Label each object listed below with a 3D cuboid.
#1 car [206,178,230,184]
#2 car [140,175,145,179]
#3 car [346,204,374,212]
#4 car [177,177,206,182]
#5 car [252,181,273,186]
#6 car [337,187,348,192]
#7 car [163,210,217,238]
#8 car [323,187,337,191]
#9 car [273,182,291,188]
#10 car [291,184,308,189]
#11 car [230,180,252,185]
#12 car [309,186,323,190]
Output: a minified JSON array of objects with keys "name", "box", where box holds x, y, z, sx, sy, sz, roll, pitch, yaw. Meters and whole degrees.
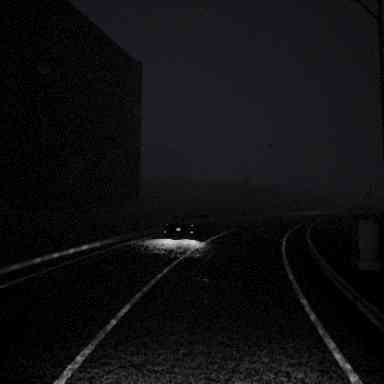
[{"name":"car","box":[4.406,-1.963,65.941,4.892,1.521,2.231,2,-5,-27]},{"name":"car","box":[-10.302,-2.644,58.579,4.553,1.767,2.185,2,-5,-27]},{"name":"car","box":[25.643,2.427,50.907,4.718,1.301,1.895,1,-4,-32]},{"name":"car","box":[-0.523,-2.158,63.465,4.892,1.521,2.231,2,-5,-27]},{"name":"car","box":[14.164,-1.508,71.205,5.008,1.535,2.097,3,-5,-29]},{"name":"car","box":[37.557,-0.315,86.209,4.553,1.767,2.185,4,-6,-35]},{"name":"car","box":[-0.015,1.730,18.640,1.994,1.385,4.181,-1,-1,20]},{"name":"car","box":[32.953,-0.488,82.960,4.892,1.521,2.231,3,-5,-34]},{"name":"car","box":[18.935,-1.391,73.989,4.553,1.767,2.185,3,-5,-30]},{"name":"car","box":[23.812,-0.978,76.969,4.792,1.488,2.163,3,-5,-32]},{"name":"car","box":[9.313,-1.702,68.518,4.674,1.452,2.002,3,-5,-28]},{"name":"car","box":[28.456,-0.711,79.941,4.674,1.452,2.002,3,-5,-33]}]
